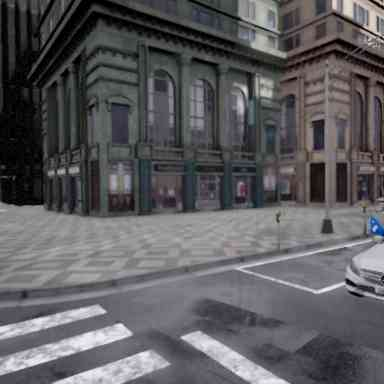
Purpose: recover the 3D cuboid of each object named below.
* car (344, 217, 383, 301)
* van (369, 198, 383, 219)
[{"bbox_3d":[5.106,1.364,7.022,4.674,1.442,1.812,-1,1,-37],"label":"car"},{"bbox_3d":[8.370,1.045,12.649,3.998,1.788,1.690,-1,1,-36],"label":"van"}]
